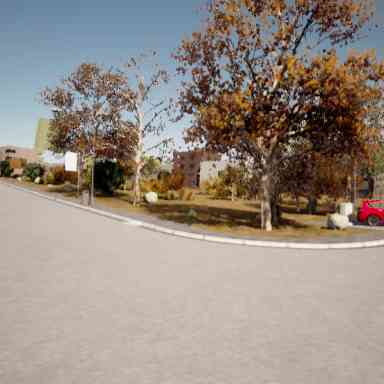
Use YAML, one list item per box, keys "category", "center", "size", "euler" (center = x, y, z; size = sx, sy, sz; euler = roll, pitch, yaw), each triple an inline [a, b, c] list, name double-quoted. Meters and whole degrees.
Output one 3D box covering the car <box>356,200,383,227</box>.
- category: "car"
  center: [15.629, 1.665, 25.355]
  size: [5.566, 2.045, 2.435]
  euler: [-1, -2, 32]
